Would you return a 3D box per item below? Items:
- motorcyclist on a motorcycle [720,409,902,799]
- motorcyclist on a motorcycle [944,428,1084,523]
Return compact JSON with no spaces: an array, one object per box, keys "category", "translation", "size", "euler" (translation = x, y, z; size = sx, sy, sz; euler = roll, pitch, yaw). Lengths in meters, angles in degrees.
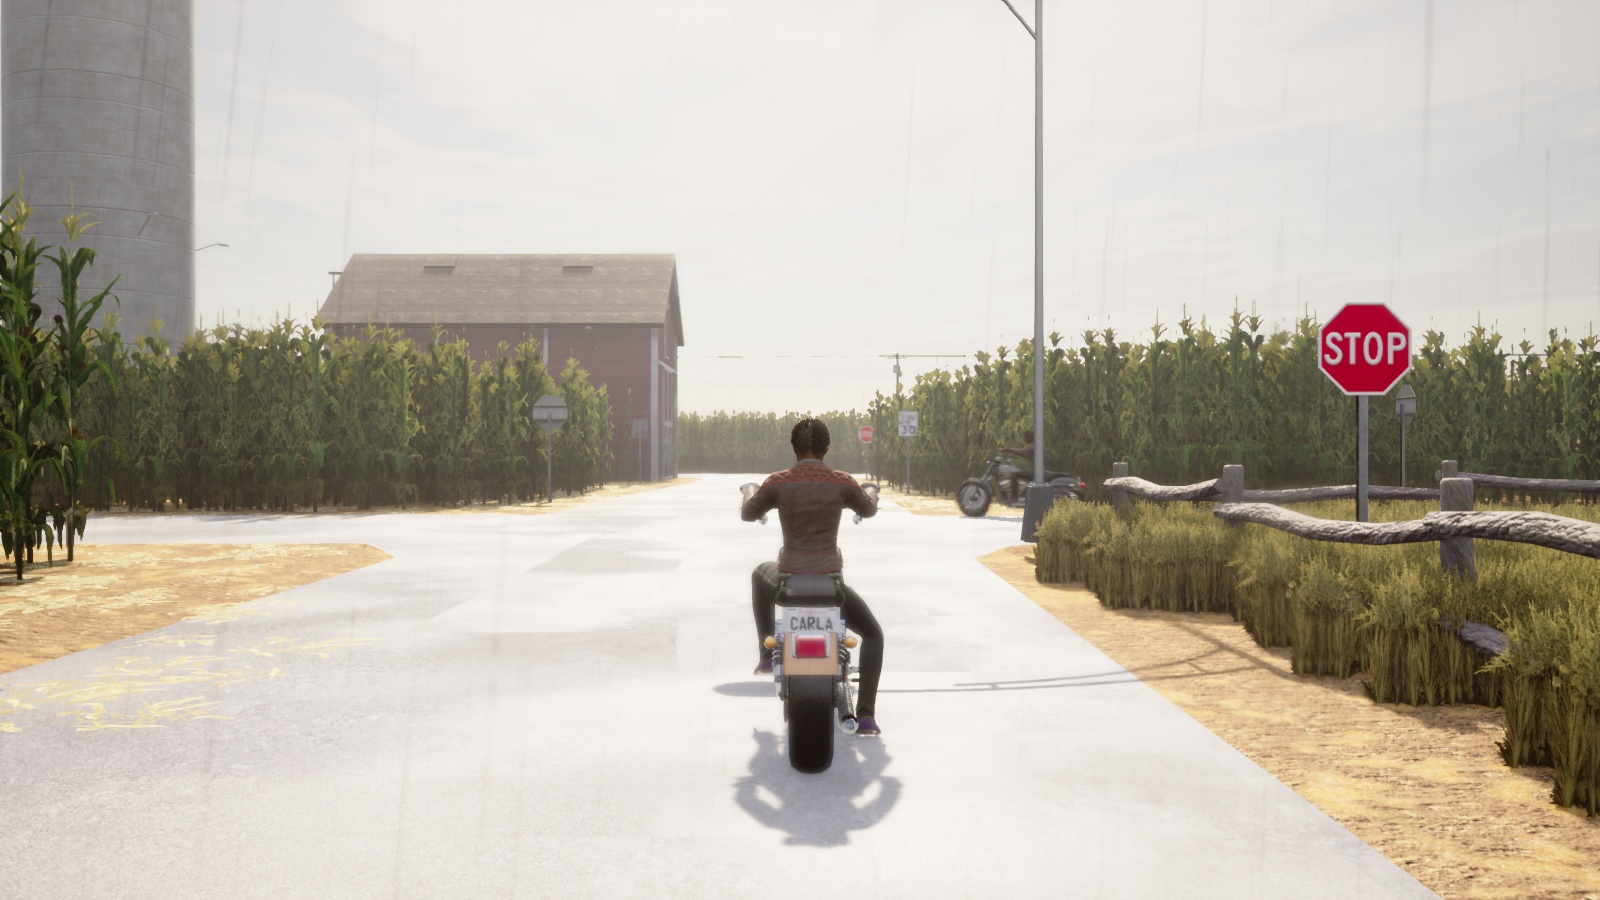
[{"category":"motorcyclist on a motorcycle","translation":[0.053,0.647,6.489],"size":[0.766,1.649,2.350],"euler":[0,0,0]},{"category":"motorcyclist on a motorcycle","translation":[3.842,0.443,22.578],"size":[2.350,1.649,0.766],"euler":[0,-1,24]}]
